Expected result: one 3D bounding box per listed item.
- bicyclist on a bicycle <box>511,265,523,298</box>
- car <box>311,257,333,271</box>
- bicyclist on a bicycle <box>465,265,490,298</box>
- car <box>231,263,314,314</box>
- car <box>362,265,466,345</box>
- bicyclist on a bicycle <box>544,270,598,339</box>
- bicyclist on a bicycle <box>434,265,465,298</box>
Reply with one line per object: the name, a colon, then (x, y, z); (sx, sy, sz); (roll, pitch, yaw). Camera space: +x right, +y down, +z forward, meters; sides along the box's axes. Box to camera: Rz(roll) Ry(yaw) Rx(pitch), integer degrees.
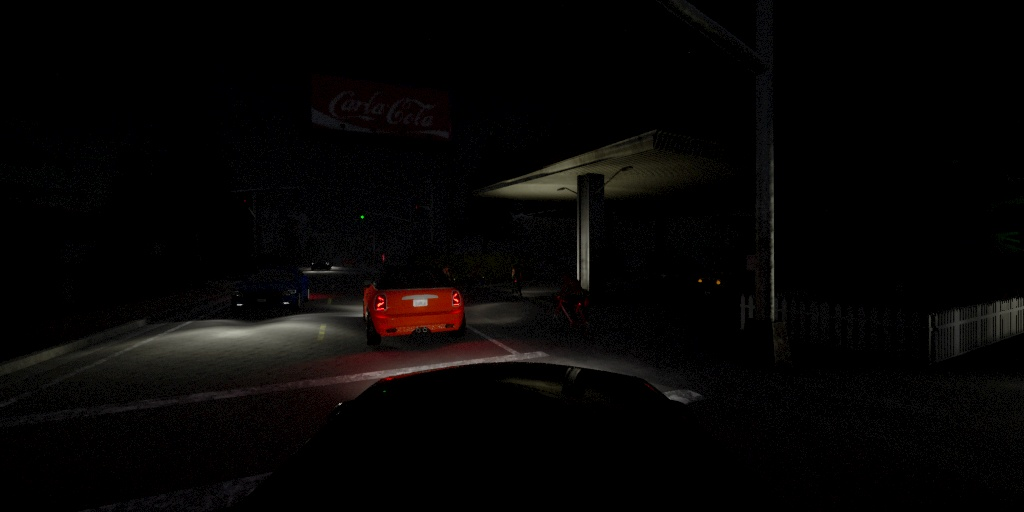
bicyclist on a bicycle: (0.252, 1.270, 18.092); (0.582, 1.620, 1.656); (0, 0, 14)
car: (-24.746, 0.967, 46.478); (2.097, 1.767, 4.553); (0, 0, -25)
bicyclist on a bicycle: (-1.853, 1.265, 17.912); (1.656, 1.620, 0.582); (1, 0, -23)
car: (-8.880, 1.146, 13.525); (1.882, 1.535, 5.008); (1, -1, -25)
car: (-2.779, 1.001, 9.478); (2.097, 1.767, 4.553); (0, 0, -24)
bicyclist on a bicycle: (1.450, 1.180, 8.915); (0.582, 1.620, 1.656); (3, -2, -44)
bicyclist on a bicycle: (-3.117, 1.235, 16.490); (1.656, 1.620, 0.582); (1, 0, 35)
